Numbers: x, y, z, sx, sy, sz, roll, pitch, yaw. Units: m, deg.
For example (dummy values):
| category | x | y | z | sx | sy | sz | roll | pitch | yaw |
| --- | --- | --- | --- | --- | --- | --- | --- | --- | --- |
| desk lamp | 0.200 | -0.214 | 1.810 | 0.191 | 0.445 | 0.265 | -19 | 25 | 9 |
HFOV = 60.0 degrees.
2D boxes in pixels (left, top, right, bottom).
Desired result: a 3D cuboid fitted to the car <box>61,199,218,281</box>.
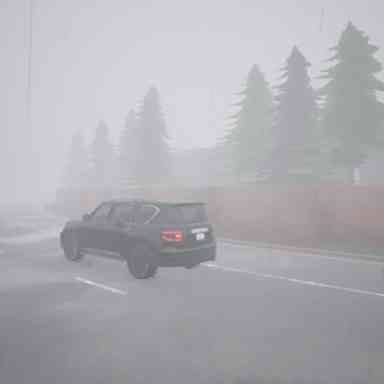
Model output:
| category | x | y | z | sx | sy | sz | roll | pitch | yaw |
| --- | --- | --- | --- | --- | --- | --- | --- | --- | --- |
| car | -1.815 | 1.214 | 10.171 | 5.566 | 2.045 | 2.150 | 0 | 0 | 41 |
